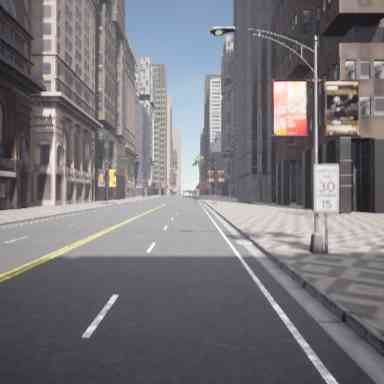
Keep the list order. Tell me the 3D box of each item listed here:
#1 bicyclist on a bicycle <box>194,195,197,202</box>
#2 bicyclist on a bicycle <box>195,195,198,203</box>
[{"bbox_3d":[0.910,1.525,79.385,0.582,1.620,1.656,1,0,0],"label":"bicyclist on a bicycle"},{"bbox_3d":[0.913,1.417,70.375,0.659,1.776,1.843,1,1,0],"label":"bicyclist on a bicycle"}]
